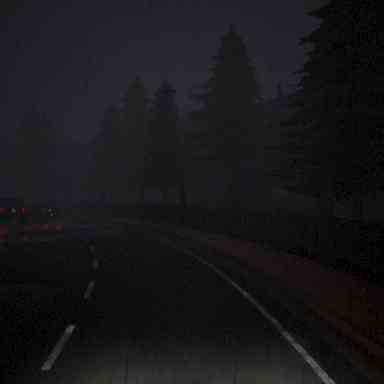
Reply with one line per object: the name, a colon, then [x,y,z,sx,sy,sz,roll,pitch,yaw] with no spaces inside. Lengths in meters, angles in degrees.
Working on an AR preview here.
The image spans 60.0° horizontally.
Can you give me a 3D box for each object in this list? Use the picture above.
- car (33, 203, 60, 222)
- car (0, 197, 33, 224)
car: [-13.311,1.720,28.855,4.902,1.511,2.128,0,-1,41]
car: [-14.731,1.426,25.635,5.566,2.045,2.150,0,-1,42]
